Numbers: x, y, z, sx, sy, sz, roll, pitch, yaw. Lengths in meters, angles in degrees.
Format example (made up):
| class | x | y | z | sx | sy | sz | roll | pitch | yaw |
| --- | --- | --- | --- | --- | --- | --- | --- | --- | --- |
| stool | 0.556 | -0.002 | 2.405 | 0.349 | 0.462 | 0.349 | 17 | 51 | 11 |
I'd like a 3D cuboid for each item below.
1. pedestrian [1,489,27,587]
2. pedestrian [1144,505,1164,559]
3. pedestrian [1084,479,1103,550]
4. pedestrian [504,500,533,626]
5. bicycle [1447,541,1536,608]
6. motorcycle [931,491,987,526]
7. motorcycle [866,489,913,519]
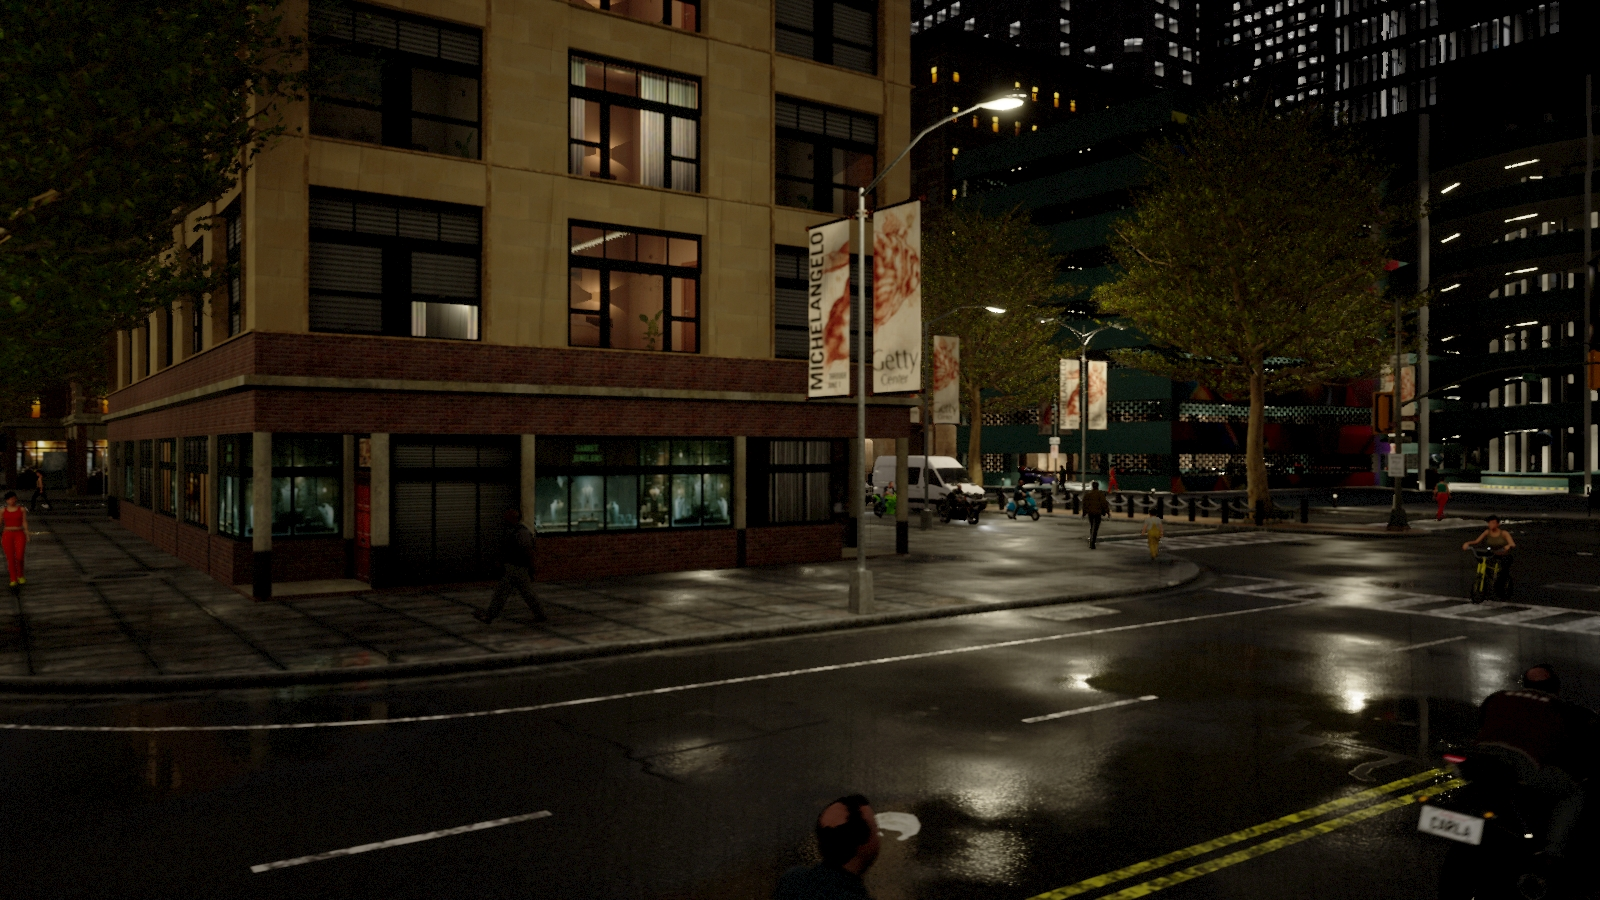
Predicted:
| class | x | y | z | sx | sy | sz | roll | pitch | yaw |
| --- | --- | --- | --- | --- | --- | --- | --- | --- | --- |
| pedestrian | -15.220 | 1.697 | 22.137 | 0.375 | 1.860 | 0.375 | 0 | 0 | -29 |
| pedestrian | 8.623 | 1.993 | 27.825 | 0.375 | 1.300 | 0.375 | 0 | 0 | 2 |
| pedestrian | 7.785 | 1.711 | 30.284 | 0.375 | 1.860 | 0.375 | 0 | 0 | 33 |
| pedestrian | -4.266 | 1.701 | 17.311 | 0.375 | 1.860 | 0.375 | 0 | 0 | -24 |
| bicycle | 12.750 | 2.270 | 21.062 | 1.487 | 1.080 | 0.859 | 0 | 0 | -34 |
| motorcycle | 6.087 | 2.224 | 43.881 | 0.867 | 1.251 | 2.209 | 0 | 0 | -35 |
| motorcycle | 3.700 | 2.232 | 47.263 | 0.803 | 1.145 | 2.033 | 0 | 0 | -35 |
